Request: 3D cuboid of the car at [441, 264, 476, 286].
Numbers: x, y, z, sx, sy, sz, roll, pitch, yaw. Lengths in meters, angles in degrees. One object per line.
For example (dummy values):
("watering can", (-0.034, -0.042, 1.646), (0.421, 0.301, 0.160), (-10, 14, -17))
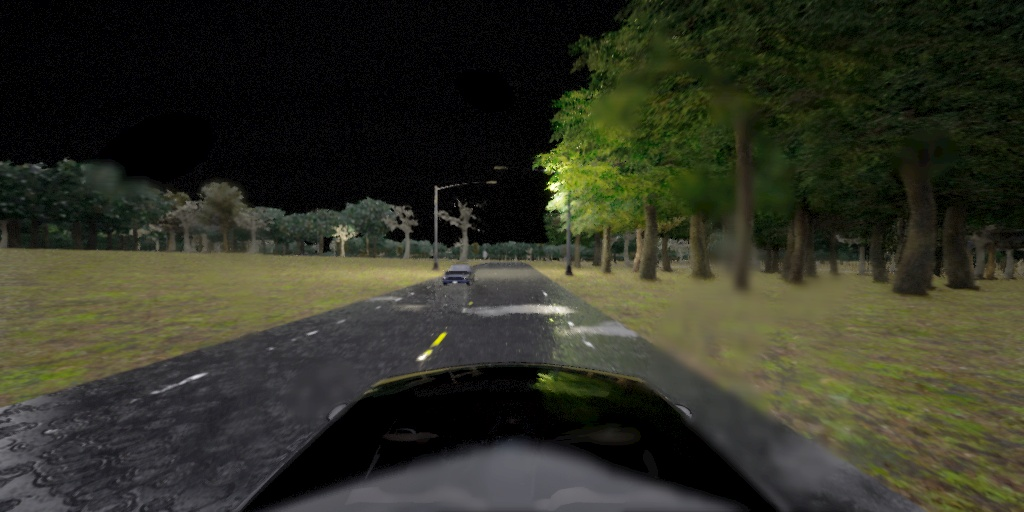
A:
("car", (-3.599, 1.265, 25.265), (2.033, 1.411, 5.357), (0, 0, 0))
